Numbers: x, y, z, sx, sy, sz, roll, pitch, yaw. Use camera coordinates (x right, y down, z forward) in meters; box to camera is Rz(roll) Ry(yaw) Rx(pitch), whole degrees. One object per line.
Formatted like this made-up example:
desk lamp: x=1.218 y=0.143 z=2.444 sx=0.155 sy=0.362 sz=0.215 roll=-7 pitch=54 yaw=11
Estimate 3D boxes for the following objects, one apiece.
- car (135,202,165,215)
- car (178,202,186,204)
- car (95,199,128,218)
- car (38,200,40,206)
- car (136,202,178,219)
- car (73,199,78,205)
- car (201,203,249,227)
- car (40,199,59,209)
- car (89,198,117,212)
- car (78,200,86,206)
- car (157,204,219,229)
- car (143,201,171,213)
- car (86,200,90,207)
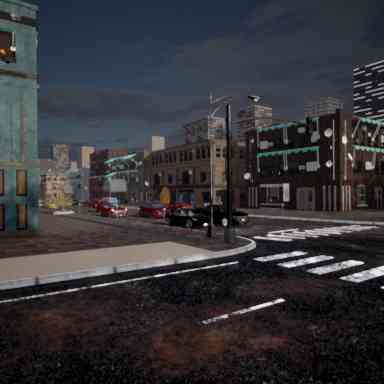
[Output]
car: x=-5.202 y=1.941 z=40.784 sx=1.994 sy=1.385 sz=4.181 roll=-1 pitch=0 yaw=-36
car: x=-1.528 y=1.902 z=40.089 sx=1.802 sy=1.307 sz=4.206 roll=-2 pitch=0 yaw=-36
car: x=-8.347 y=1.845 z=35.213 sx=1.967 sy=1.590 sz=4.097 roll=-1 pitch=0 yaw=-36
car: x=-30.879 y=2.375 z=66.733 sx=2.008 sy=1.369 sz=4.403 roll=-1 pitch=0 yaw=-36
car: x=-3.671 y=1.893 z=33.137 sx=1.994 sy=1.385 sz=4.181 roll=-1 pitch=0 yaw=-36
car: x=-27.282 y=2.362 z=76.110 sx=1.947 sy=1.339 sz=4.313 roll=-1 pitch=0 yaw=-36
car: x=2.103 y=1.693 z=25.068 sx=1.882 sy=1.535 sz=5.008 roll=-1 pitch=0 yaw=-36
car: x=-24.342 y=2.232 z=57.588 sx=1.752 sy=1.417 sz=4.829 roll=-1 pitch=0 yaw=-36
car: x=-11.573 y=1.959 z=44.229 sx=1.882 sy=1.535 sz=5.008 roll=-1 pitch=0 yaw=-35
car: x=-20.844 y=2.226 z=67.105 sx=1.887 sy=1.381 sz=4.507 roll=-1 pitch=0 yaw=-36
car: x=-0.372 y=1.814 z=23.854 sx=1.947 sy=1.339 sz=4.313 roll=-2 pitch=0 yaw=-36
car: x=-4.746 y=1.964 z=44.591 sx=1.802 sy=1.307 sz=4.206 roll=-2 pitch=0 yaw=-36
car: x=-17.630 y=1.938 z=62.602 sx=2.192 sy=1.841 sz=5.009 roll=-1 pitch=0 yaw=-36
